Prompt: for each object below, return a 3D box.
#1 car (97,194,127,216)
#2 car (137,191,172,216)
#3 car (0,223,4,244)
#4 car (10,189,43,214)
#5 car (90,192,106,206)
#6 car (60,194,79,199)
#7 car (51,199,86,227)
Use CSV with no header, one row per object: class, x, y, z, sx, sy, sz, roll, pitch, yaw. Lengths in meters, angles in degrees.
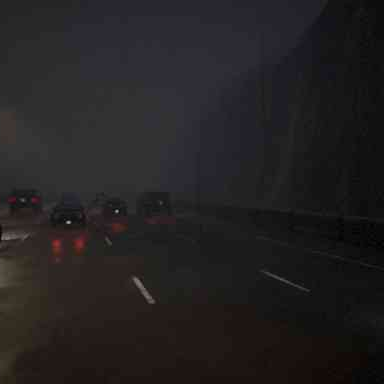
car,-6.709,1.197,28.244,1.837,1.490,4.892,0,1,-20
car,-3.422,0.934,29.454,2.150,2.045,5.566,0,1,-20
car,-8.254,1.421,12.062,1.994,1.385,4.181,0,1,-20
car,-14.633,0.794,29.544,2.150,2.045,5.566,0,0,-20
car,-11.389,0.780,41.068,2.097,1.767,4.553,0,1,-20
car,-13.627,0.950,36.991,1.882,1.535,5.008,0,0,-20
car,-7.747,1.374,20.882,1.895,1.301,4.718,0,1,-20
